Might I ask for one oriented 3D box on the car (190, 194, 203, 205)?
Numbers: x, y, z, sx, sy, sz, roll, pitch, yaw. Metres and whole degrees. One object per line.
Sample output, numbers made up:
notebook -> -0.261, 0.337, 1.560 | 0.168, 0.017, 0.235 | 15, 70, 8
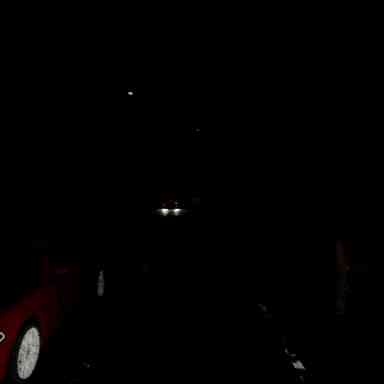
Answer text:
car -> 0.965, 1.458, 59.331 | 1.882, 1.535, 5.008 | 0, 0, 0

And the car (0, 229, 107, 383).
car -> -2.842, 1.474, 5.551 | 1.882, 1.535, 5.008 | 0, 0, 0

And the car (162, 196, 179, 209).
car -> -2.830, 1.334, 45.362 | 2.097, 1.767, 4.553 | 0, 0, 0

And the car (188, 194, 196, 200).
car -> 0.003, 1.372, 87.920 | 2.128, 1.511, 4.902 | 0, 0, 0

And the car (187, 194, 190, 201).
car -> 0.003, 1.229, 76.871 | 2.097, 1.767, 4.553 | 0, 0, 0
